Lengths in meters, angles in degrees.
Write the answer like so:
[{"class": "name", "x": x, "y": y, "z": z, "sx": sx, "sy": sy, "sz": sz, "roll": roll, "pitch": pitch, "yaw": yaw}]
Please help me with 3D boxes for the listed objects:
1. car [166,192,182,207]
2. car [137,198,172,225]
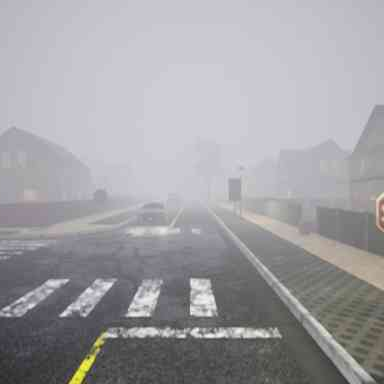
[{"class": "car", "x": -2.642, "y": 0.972, "z": 49.528, "sx": 2.150, "sy": 2.045, "sz": 5.566, "roll": 0, "pitch": 0, "yaw": 0}, {"class": "car", "x": -2.698, "y": 1.420, "z": 23.739, "sx": 1.882, "sy": 1.535, "sz": 5.008, "roll": 0, "pitch": 0, "yaw": 0}]
